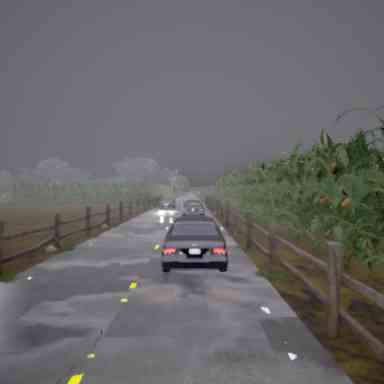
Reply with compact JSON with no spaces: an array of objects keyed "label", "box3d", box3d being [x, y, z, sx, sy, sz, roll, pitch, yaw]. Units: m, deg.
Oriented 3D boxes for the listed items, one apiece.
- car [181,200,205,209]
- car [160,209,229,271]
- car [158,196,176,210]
[{"label":"car","box3d":[0.084,1.366,27.188,2.033,1.411,5.357,0,0,0]},{"label":"car","box3d":[0.078,1.475,10.551,2.033,1.411,5.357,0,0,0]},{"label":"car","box3d":[-2.844,1.234,38.998,2.128,1.511,4.902,0,0,0]}]
